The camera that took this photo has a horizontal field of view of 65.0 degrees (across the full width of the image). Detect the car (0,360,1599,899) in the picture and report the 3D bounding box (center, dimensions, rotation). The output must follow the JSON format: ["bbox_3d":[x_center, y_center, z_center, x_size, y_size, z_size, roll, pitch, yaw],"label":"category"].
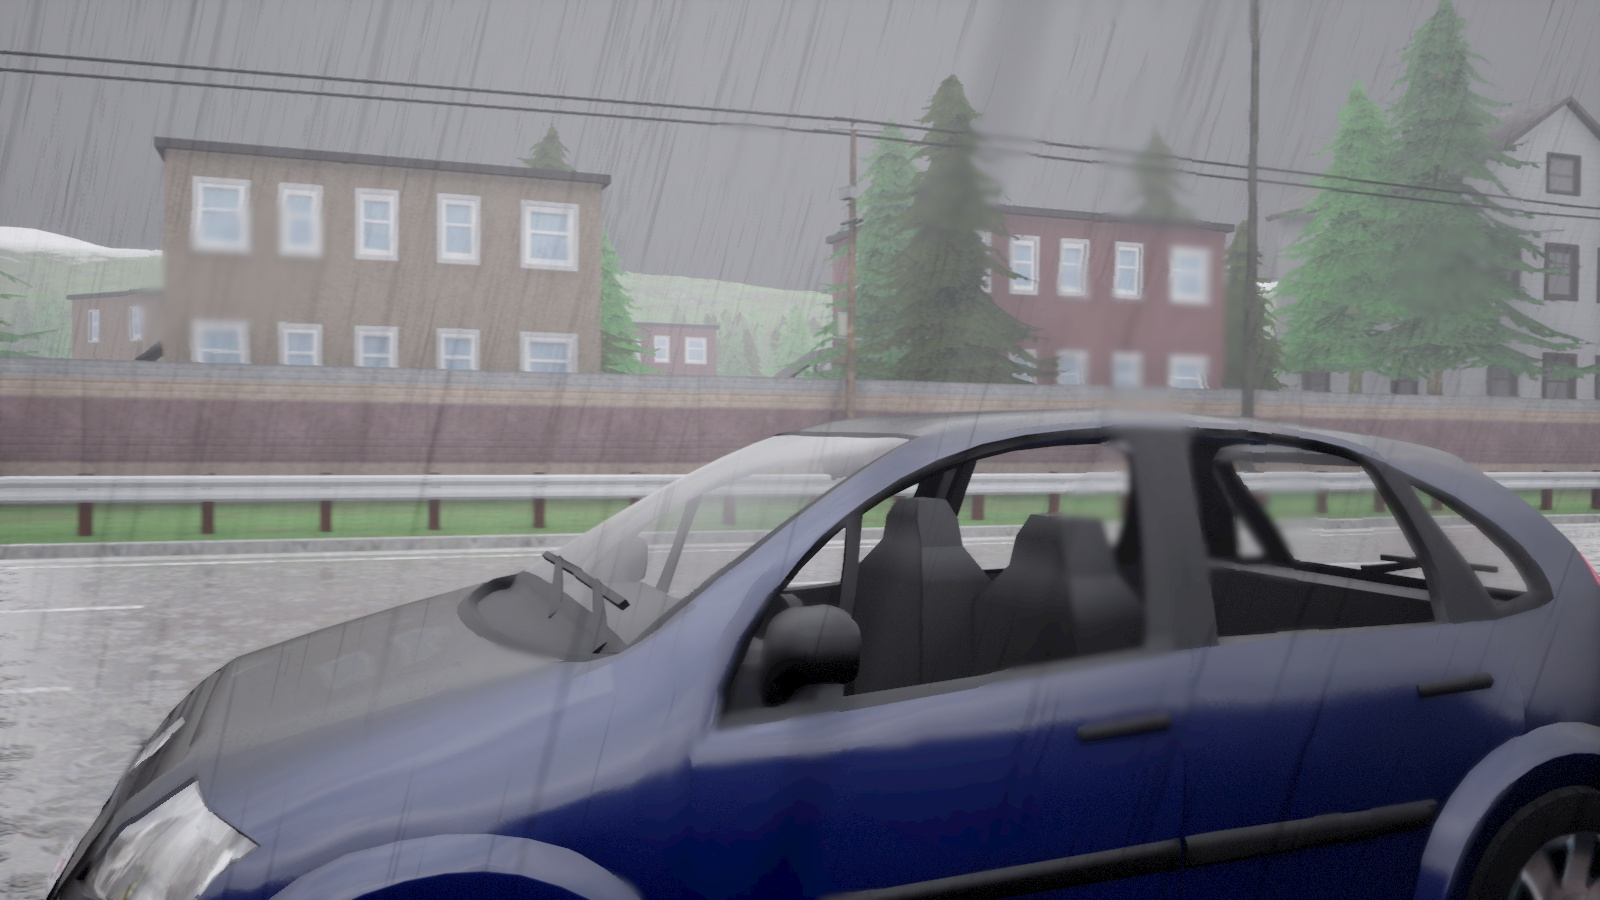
[{"bbox_3d":[0.308,0.639,3.355,3.988,1.617,1.851,-1,1,-21],"label":"car"}]
